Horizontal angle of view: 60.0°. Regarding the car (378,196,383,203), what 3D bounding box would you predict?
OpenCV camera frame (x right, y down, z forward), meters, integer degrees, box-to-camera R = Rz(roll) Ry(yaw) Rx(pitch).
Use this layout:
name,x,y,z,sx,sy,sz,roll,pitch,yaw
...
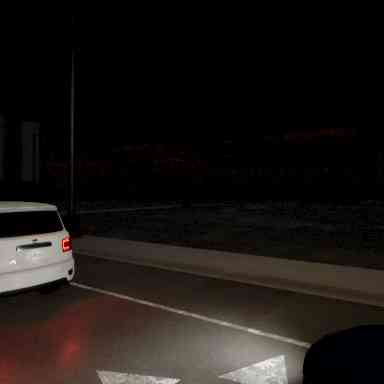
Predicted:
name,x,y,z,sx,sy,sz,roll,pitch,yaw
car,39.921,1.527,67.903,2.038,1.542,4.974,1,1,6

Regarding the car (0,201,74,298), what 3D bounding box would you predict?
name,x,y,z,sx,sy,sz,roll,pitch,yaw
car,-5.032,1.220,7.576,5.566,2.045,2.150,0,0,35

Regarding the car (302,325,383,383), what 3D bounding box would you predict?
name,x,y,z,sx,sy,sz,roll,pitch,yaw
car,3.005,1.516,1.843,4.674,1.442,1.812,0,0,35

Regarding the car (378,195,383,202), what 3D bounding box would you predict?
name,x,y,z,sx,sy,sz,roll,pitch,yaw
car,39.927,1.369,67.953,1.853,1.218,4.536,1,1,6
